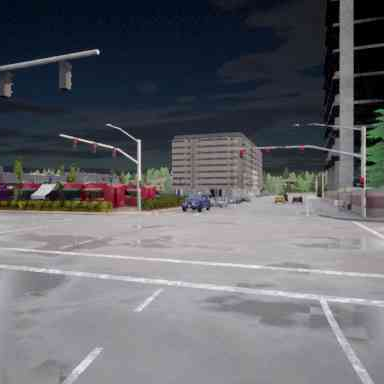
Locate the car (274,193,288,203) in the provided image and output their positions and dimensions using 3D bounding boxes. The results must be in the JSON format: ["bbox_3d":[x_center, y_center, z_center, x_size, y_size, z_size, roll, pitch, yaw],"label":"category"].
[{"bbox_3d":[18.236,1.478,69.005,1.882,1.535,5.008,0,0,19],"label":"car"}]

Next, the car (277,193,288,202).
[{"bbox_3d":[21.547,1.225,78.822,2.150,2.045,5.566,0,0,19],"label":"car"}]

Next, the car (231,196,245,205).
[{"bbox_3d":[7.424,1.492,59.287,2.128,1.511,4.902,0,0,19],"label":"car"}]

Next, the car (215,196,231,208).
[{"bbox_3d":[3.873,1.601,48.933,1.895,1.301,4.718,0,0,19],"label":"car"}]

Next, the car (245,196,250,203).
[{"bbox_3d":[11.001,1.540,69.563,2.033,1.411,5.357,0,0,19],"label":"car"}]

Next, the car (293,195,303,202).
[{"bbox_3d":[24.742,1.525,77.344,2.128,1.511,4.902,0,0,19],"label":"car"}]

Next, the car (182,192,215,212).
[{"bbox_3d":[0.597,1.221,39.317,2.150,2.045,5.566,0,0,19],"label":"car"}]

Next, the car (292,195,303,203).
[{"bbox_3d":[21.449,1.478,67.601,1.882,1.535,5.008,0,0,19],"label":"car"}]

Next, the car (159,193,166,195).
[{"bbox_3d":[-7.964,1.209,81.445,4.605,1.855,1.932,0,0,19],"label":"car"}]
